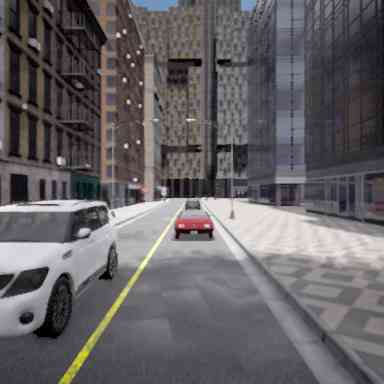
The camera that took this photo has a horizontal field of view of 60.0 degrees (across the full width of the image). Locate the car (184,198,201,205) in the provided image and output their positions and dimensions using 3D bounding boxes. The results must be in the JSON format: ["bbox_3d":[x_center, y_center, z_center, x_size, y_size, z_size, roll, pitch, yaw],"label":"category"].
[{"bbox_3d":[0.105,1.476,40.264,2.128,1.511,4.902,0,0,0],"label":"car"}]

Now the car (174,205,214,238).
[{"bbox_3d":[0.102,1.596,17.708,1.895,1.301,4.718,0,0,0],"label":"car"}]

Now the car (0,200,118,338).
[{"bbox_3d":[-3.081,1.221,6.954,2.150,2.045,5.566,0,0,0],"label":"car"}]
